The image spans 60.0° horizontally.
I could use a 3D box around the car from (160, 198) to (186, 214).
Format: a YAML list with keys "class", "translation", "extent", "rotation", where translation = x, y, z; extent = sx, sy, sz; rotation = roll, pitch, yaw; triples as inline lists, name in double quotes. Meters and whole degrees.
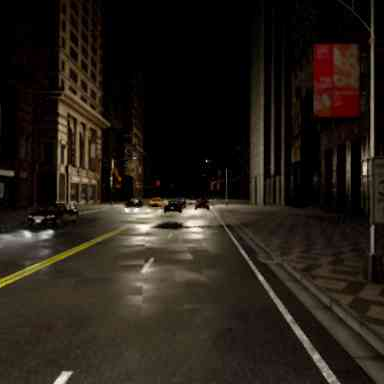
- class: "car"
  translation: [-2.091, 1.681, 37.852]
  extent: [1.994, 1.385, 4.181]
  rotation: [0, 0, 1]

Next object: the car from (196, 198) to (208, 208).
- class: "car"
  translation: [1.629, 1.729, 54.320]
  extent: [1.812, 1.442, 4.674]
  rotation: [0, 0, 1]

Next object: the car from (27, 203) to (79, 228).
- class: "car"
  translation: [-9.233, 1.494, 22.536]
  extent: [2.128, 1.511, 4.902]
  rotation: [0, 0, 2]

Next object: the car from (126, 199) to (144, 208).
- class: "car"
  translation: [-8.382, 1.714, 48.889]
  extent: [1.994, 1.385, 4.181]
  rotation: [0, 0, 2]

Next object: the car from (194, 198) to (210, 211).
- class: "car"
  translation: [1.335, 1.692, 44.047]
  extent: [1.812, 1.442, 4.674]
  rotation: [0, 0, 2]

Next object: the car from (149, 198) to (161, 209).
- class: "car"
  translation: [-5.133, 1.653, 48.795]
  extent: [1.882, 1.535, 5.008]
  rotation: [0, 0, 2]
